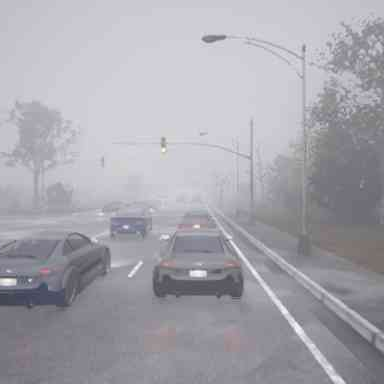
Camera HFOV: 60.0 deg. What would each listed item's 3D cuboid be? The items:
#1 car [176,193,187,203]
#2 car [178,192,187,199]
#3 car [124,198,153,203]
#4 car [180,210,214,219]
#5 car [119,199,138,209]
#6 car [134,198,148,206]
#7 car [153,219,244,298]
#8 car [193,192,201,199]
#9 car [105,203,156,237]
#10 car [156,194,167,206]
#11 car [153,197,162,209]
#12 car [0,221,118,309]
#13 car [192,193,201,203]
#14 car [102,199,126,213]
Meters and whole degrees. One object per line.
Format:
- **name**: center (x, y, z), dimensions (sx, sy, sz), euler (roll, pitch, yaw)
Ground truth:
- **car**: center (-2.487, 1.577, 72.648), dimensions (1.994, 1.385, 4.181), euler (0, 3, 1)
- **car**: center (-2.329, 0.900, 82.650), dimensions (1.882, 1.535, 5.008), euler (0, 3, 1)
- **car**: center (-6.586, 1.850, 41.247), dimensions (2.033, 1.411, 5.357), euler (0, 0, 1)
- **car**: center (0.274, 1.702, 18.700), dimensions (1.994, 1.385, 4.181), euler (0, 0, 1)
- **car**: center (-9.899, 1.861, 52.385), dimensions (1.882, 1.535, 5.008), euler (0, 0, 1)
- **car**: center (-9.666, 1.892, 63.462), dimensions (1.812, 1.442, 4.674), euler (0, 1, 1)
- **car**: center (0.155, 1.629, 8.704), dimensions (1.994, 1.385, 4.181), euler (0, 0, 1)
- **car**: center (1.171, 0.922, 82.595), dimensions (1.837, 1.490, 4.892), euler (0, 3, 1)
- **car**: center (-3.392, 1.618, 19.146), dimensions (1.882, 1.535, 5.008), euler (0, 0, -2)
- **car**: center (-6.128, 1.542, 65.132), dimensions (2.150, 2.045, 5.566), euler (0, 2, 2)
- **car**: center (-6.418, 1.923, 51.320), dimensions (2.033, 1.411, 5.357), euler (0, 0, 1)
- **car**: center (-3.343, 1.622, 8.044), dimensions (1.994, 1.385, 4.181), euler (0, -1, 0)
- **car**: center (1.012, 1.381, 72.554), dimensions (2.097, 1.767, 4.553), euler (0, 3, 1)
- **car**: center (-10.039, 1.817, 42.584), dimensions (1.837, 1.490, 4.892), euler (0, 0, 4)
